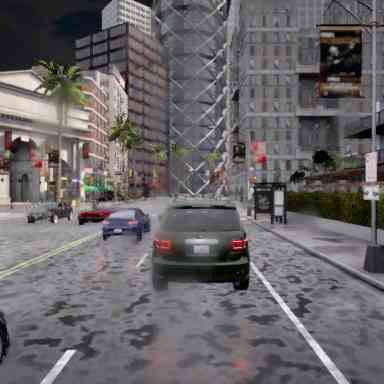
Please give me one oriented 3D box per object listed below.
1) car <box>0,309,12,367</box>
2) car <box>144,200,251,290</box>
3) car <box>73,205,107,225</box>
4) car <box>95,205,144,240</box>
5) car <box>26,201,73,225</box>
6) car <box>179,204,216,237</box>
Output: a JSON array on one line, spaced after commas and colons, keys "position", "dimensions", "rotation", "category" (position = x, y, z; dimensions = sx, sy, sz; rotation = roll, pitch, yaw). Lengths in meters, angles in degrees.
[{"position": [-3.324, 1.564, 2.598], "dimensions": [1.994, 1.385, 4.181], "rotation": [0, 0, 0], "category": "car"}, {"position": [0.200, 1.221, 9.221], "dimensions": [2.150, 2.045, 5.566], "rotation": [0, 0, 0], "category": "car"}, {"position": [-6.744, 1.608, 24.301], "dimensions": [1.895, 1.301, 4.718], "rotation": [0, 0, 1], "category": "car"}, {"position": [-3.219, 1.525, 16.857], "dimensions": [1.812, 1.442, 4.674], "rotation": [0, 0, 1], "category": "car"}, {"position": [-10.243, 1.418, 24.369], "dimensions": [1.837, 1.490, 4.892], "rotation": [0, 0, 1], "category": "car"}, {"position": [0.301, 1.505, 19.082], "dimensions": [1.837, 1.490, 4.892], "rotation": [0, 0, 1], "category": "car"}]
